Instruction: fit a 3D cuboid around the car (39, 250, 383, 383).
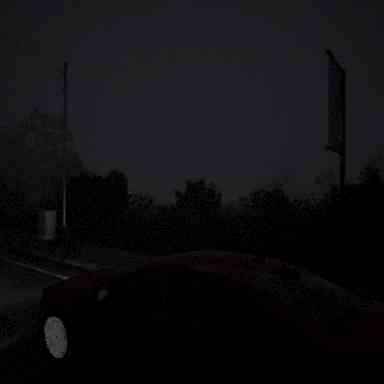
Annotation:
[{"bbox_3d":[0.068,1.484,4.115,5.008,1.535,1.882,0,0,36],"label":"car"}]
